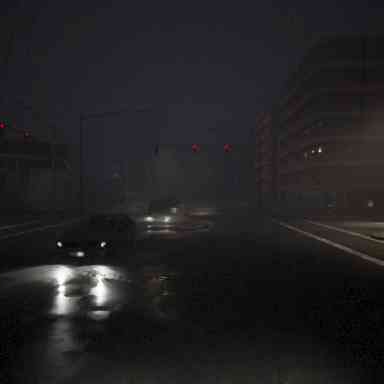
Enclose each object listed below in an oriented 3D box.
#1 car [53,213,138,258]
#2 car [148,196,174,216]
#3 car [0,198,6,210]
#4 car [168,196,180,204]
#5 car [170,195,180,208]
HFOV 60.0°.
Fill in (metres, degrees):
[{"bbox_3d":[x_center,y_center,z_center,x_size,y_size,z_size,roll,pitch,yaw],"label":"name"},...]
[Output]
[{"bbox_3d":[-3.393,1.547,12.960,2.033,1.411,5.357,0,0,2],"label":"car"},{"bbox_3d":[-3.147,1.476,32.730,1.882,1.535,5.008,0,0,0],"label":"car"},{"bbox_3d":[-24.023,1.453,38.959,3.806,1.475,1.970,0,0,1],"label":"car"},{"bbox_3d":[-3.300,1.544,62.773,2.033,1.411,5.357,0,0,0],"label":"car"},{"bbox_3d":[-3.214,1.348,48.289,2.097,1.767,4.553,0,0,0],"label":"car"}]
